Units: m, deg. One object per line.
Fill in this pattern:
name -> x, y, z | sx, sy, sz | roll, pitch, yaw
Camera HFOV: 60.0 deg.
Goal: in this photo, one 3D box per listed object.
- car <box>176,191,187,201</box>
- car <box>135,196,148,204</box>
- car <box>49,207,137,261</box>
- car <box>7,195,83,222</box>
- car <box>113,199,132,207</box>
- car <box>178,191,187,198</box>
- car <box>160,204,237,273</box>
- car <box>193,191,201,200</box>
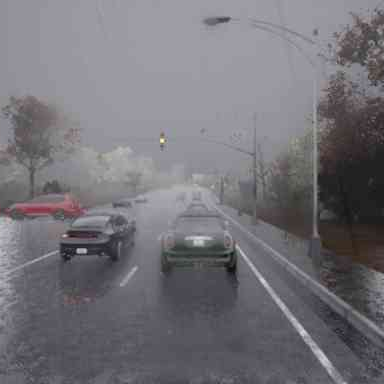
car -> -2.457, 1.165, 71.179 | 2.033, 1.411, 5.357 | 0, 3, 1
car -> -9.601, 1.448, 63.446 | 1.882, 1.535, 5.008 | 0, 2, 1
car -> -3.289, 1.524, 12.431 | 1.837, 1.490, 4.892 | 0, 0, 1
car -> -11.483, 1.260, 26.233 | 5.566, 2.045, 2.150 | 0, -1, 3
car -> -9.927, 1.673, 47.532 | 1.895, 1.301, 4.718 | 0, 0, 1
car -> -2.286, 0.484, 81.596 | 2.033, 1.411, 5.357 | 0, 3, 1
car -> 0.197, 1.369, 10.927 | 2.097, 1.767, 4.553 | 0, 0, 1
car -> 1.043, 1.166, 71.121 | 2.033, 1.411, 5.357 | 0, 3, 1
